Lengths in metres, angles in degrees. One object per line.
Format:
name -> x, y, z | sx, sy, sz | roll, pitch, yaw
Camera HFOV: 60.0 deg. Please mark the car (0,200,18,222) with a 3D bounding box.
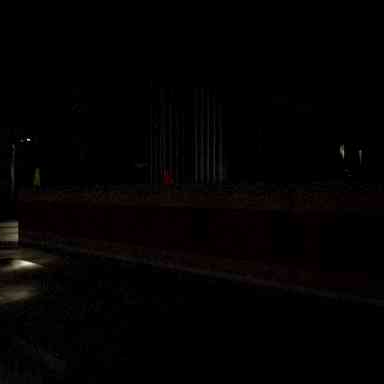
car -> -15.173, 1.407, 24.940 | 2.097, 1.767, 4.553 | 0, 0, 36
